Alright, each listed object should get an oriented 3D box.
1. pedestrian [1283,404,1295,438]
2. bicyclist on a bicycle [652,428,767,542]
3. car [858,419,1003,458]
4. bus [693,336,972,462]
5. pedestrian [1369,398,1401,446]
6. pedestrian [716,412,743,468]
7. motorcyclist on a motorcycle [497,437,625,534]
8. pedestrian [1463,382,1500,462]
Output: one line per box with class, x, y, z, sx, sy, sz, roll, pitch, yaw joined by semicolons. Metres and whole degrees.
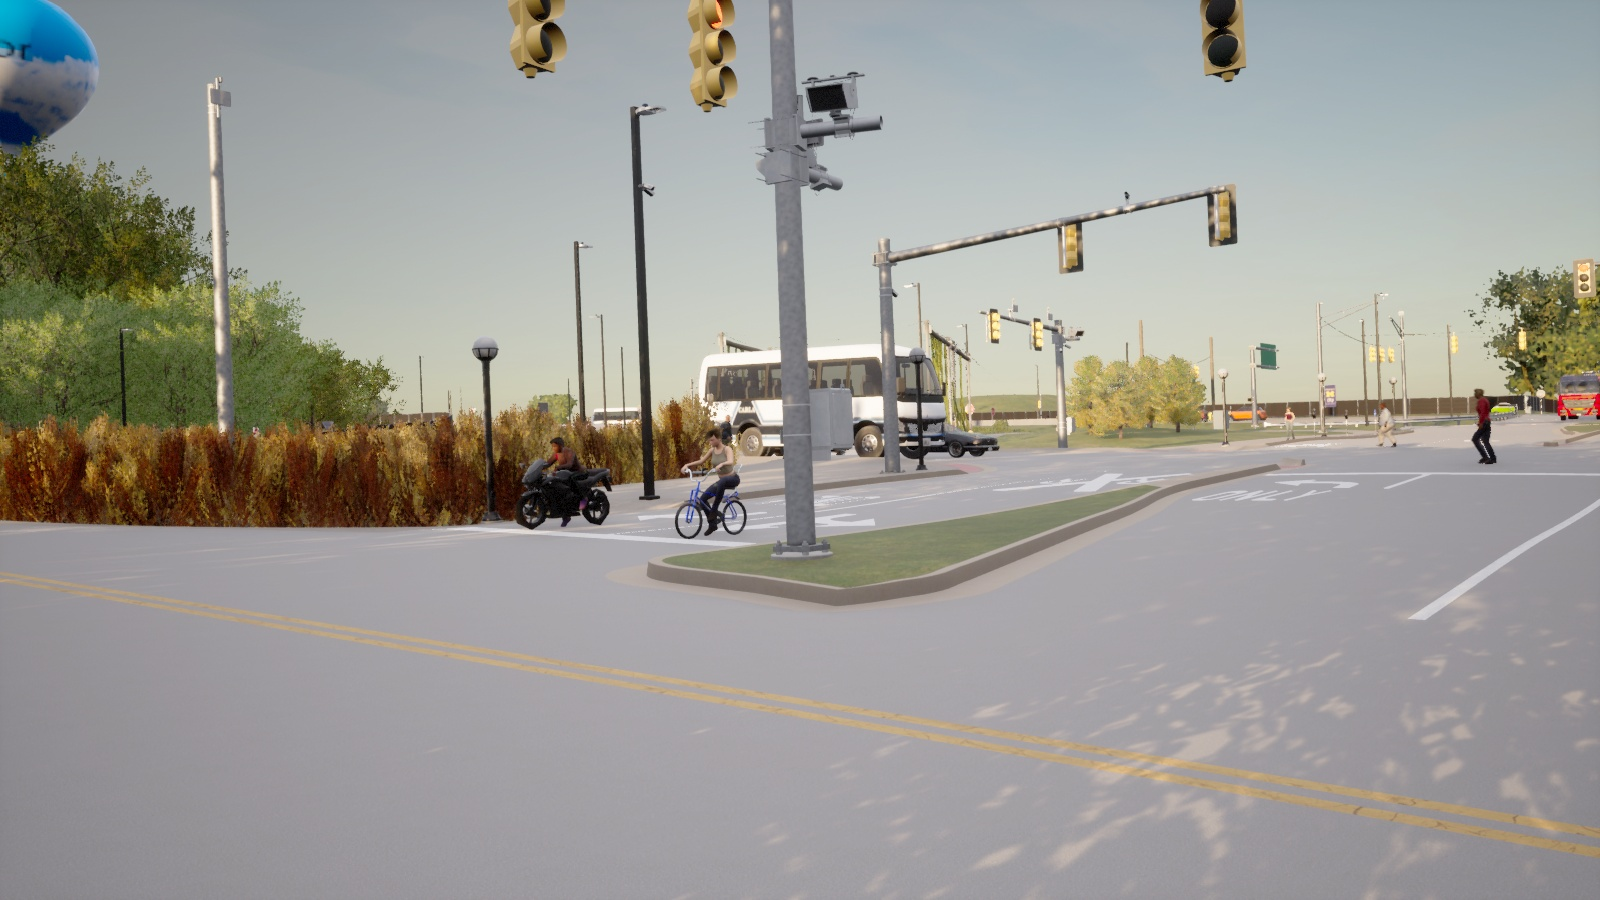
pedestrian;26.407;-1.557;67.801;0.345;1.836;0.594;-3;0;38
bicyclist on a bicycle;-1.331;0.496;18.663;0.866;1.612;1.509;-1;0;41
car;5.058;-0.439;49.106;5.357;1.411;2.033;0;1;37
bus;1.016;-1.758;47.452;10.273;4.253;3.944;0;1;40
pedestrian;23.205;-1.108;49.837;0.900;1.855;0.874;-3;0;40
pedestrian;-2.354;-0.328;41.781;0.726;1.842;0.402;-3;0;37
motorcyclist on a motorcycle;-3.962;0.558;20.981;0.797;1.523;2.044;-1;0;39
pedestrian;15.953;-0.655;29.391;0.636;1.846;0.331;-3;0;44
